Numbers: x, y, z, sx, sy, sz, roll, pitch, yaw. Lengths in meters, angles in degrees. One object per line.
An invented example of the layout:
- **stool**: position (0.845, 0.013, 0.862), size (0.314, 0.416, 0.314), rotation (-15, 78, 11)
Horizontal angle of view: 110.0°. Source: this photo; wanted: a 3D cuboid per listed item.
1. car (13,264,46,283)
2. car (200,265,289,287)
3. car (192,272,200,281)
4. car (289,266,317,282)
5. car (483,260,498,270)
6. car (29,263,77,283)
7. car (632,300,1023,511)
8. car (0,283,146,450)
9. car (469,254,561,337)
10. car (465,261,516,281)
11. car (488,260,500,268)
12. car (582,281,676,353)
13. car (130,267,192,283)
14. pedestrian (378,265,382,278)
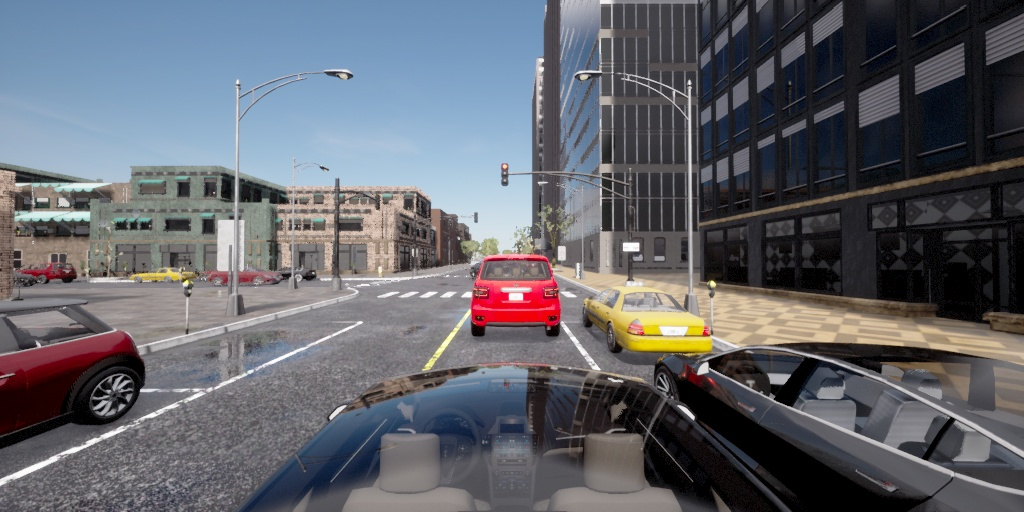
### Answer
- **car**: position (-37.423, 1.581, 25.871), size (4.892, 1.490, 1.837), rotation (-1, -1, 1)
- **car**: position (-19.036, 1.425, 25.659), size (4.674, 1.442, 1.812), rotation (-1, -1, 1)
- **car**: position (-25.017, 1.489, 31.509), size (4.097, 1.591, 1.967), rotation (0, 0, 1)
- **car**: position (-19.470, 1.562, 31.448), size (4.313, 1.339, 1.948), rotation (0, 0, 1)
- **car**: position (-3.195, 1.317, 54.160), size (2.033, 1.411, 5.357), rotation (0, 0, 0)
- **car**: position (-41.661, 1.522, 31.688), size (5.009, 1.841, 2.192), rotation (0, 0, 1)
- **car**: position (2.656, 1.316, 2.776), size (1.948, 1.339, 4.313), rotation (0, 0, 0)
- **car**: position (-5.692, 1.190, 2.814), size (1.967, 1.591, 4.097), rotation (0, 0, 0)
- **car**: position (0.083, 0.975, 10.465), size (2.150, 2.045, 5.566), rotation (0, 0, 0)
- **car**: position (-1.761, 1.265, 31.594), size (1.837, 1.490, 4.892), rotation (3, 1, 34)
- **car**: position (-3.177, 1.375, 64.455), size (1.895, 1.301, 4.718), rotation (0, 0, 0)
- **car**: position (2.815, 1.277, 8.589), size (1.751, 1.417, 4.829), rotation (0, 0, 0)
- **car**: position (-30.735, 1.627, 31.570), size (4.829, 1.417, 1.751), rotation (0, 0, 1)
- **pedestrian**: position (-12.608, 1.399, 34.328), size (0.375, 1.300, 0.375), rotation (0, 0, 1)
